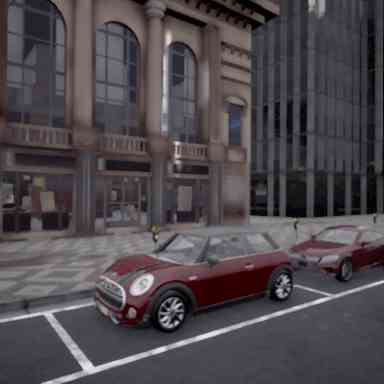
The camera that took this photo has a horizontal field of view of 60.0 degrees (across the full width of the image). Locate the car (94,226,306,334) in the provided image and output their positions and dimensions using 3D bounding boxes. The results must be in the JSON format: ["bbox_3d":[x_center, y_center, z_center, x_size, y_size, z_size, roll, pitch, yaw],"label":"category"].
[{"bbox_3d":[0.153,1.476,6.759,4.097,1.590,1.967,1,0,-36],"label":"car"}]

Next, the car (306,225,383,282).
[{"bbox_3d":[4.619,1.668,9.946,4.206,1.307,1.802,1,0,-36],"label":"car"}]
